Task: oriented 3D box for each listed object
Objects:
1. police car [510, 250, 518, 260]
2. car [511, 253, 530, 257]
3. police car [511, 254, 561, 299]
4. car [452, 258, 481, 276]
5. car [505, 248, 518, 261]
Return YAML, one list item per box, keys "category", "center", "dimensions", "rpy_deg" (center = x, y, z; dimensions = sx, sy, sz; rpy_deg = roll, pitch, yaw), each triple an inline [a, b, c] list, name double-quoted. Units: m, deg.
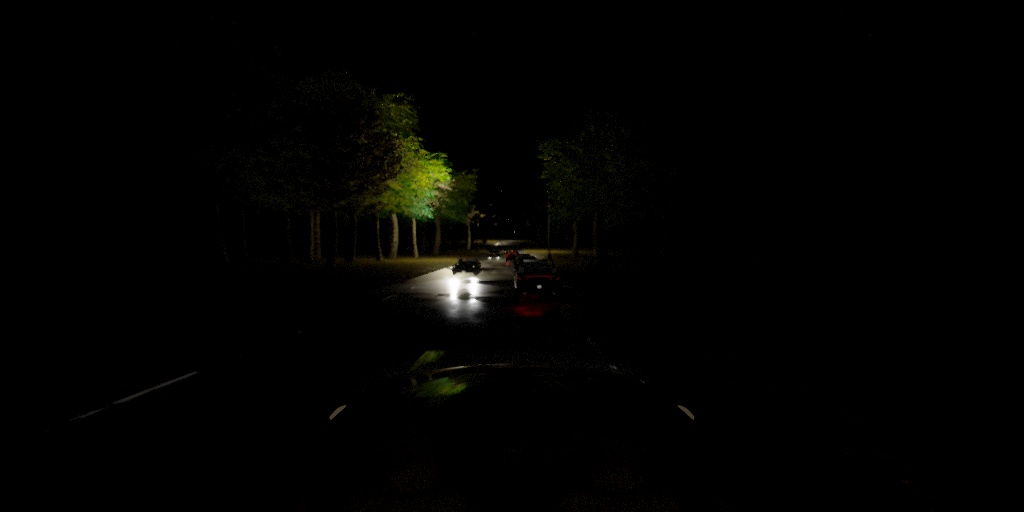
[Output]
- category: "police car"
  center: [1.055, 0.541, 32.404]
  dimensions: [1.930, 1.638, 5.238]
  rpy_deg: [0, 1, 0]
- category: "car"
  center: [1.053, 0.780, 26.296]
  dimensions: [1.837, 1.490, 4.892]
  rpy_deg: [0, 1, 0]
- category: "police car"
  center: [1.052, 0.921, 16.408]
  dimensions: [1.930, 1.638, 5.238]
  rpy_deg: [0, 1, 0]
- category: "car"
  center: [-3.582, 0.809, 28.863]
  dimensions: [1.895, 1.301, 4.718]
  rpy_deg: [0, 1, 0]
- category: "car"
  center: [0.021, 0.028, 53.493]
  dimensions: [1.812, 1.442, 4.674]
  rpy_deg: [0, 2, 0]
